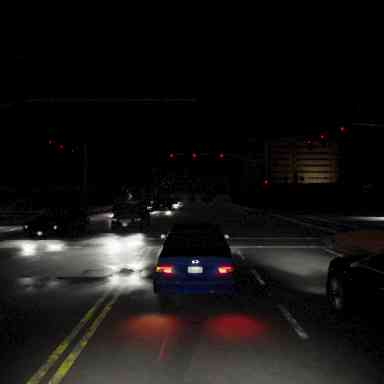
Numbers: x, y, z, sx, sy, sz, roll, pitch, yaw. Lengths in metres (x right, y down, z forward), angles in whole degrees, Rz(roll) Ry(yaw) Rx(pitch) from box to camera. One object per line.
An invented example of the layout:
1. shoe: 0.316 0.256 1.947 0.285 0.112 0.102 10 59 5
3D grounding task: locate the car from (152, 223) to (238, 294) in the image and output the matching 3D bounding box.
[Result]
1. car: 0.075 1.547 8.926 2.033 1.411 5.357 0 0 0

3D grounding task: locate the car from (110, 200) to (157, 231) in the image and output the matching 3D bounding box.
1. car: -3.617 1.491 20.353 2.128 1.511 4.902 0 0 0

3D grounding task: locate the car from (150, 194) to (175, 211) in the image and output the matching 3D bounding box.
1. car: -3.636 1.222 42.060 2.150 2.045 5.566 0 0 0

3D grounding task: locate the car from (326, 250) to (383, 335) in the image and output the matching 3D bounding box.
1. car: 3.559 1.491 4.683 2.128 1.511 4.902 0 0 0

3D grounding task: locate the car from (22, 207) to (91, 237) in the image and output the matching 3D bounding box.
1. car: -7.115 1.547 18.197 2.033 1.411 5.357 0 0 0

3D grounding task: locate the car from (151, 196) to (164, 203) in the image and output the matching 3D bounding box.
1. car: -7.060 1.543 68.475 2.033 1.411 5.357 0 0 0

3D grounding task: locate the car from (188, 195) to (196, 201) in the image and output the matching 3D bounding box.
1. car: -0.072 1.425 84.700 1.994 1.385 4.181 0 0 0

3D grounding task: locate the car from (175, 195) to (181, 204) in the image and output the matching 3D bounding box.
1. car: -3.620 1.601 61.372 1.895 1.301 4.718 0 0 0

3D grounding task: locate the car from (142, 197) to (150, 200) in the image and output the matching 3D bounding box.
1. car: -7.140 1.547 52.583 2.033 1.411 5.357 0 0 0

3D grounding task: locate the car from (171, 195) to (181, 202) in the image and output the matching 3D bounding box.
1. car: -3.565 1.515 76.648 2.128 1.511 4.902 0 0 0

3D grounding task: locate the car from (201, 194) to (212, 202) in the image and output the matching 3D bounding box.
1. car: 3.437 1.344 74.719 2.097 1.767 4.553 0 0 0

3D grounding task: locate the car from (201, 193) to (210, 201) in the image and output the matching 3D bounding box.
1. car: 3.428 1.227 84.675 2.097 1.767 4.553 0 0 0

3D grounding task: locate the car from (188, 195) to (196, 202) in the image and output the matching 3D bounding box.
1. car: -0.063 1.531 74.426 2.033 1.411 5.357 0 0 0
